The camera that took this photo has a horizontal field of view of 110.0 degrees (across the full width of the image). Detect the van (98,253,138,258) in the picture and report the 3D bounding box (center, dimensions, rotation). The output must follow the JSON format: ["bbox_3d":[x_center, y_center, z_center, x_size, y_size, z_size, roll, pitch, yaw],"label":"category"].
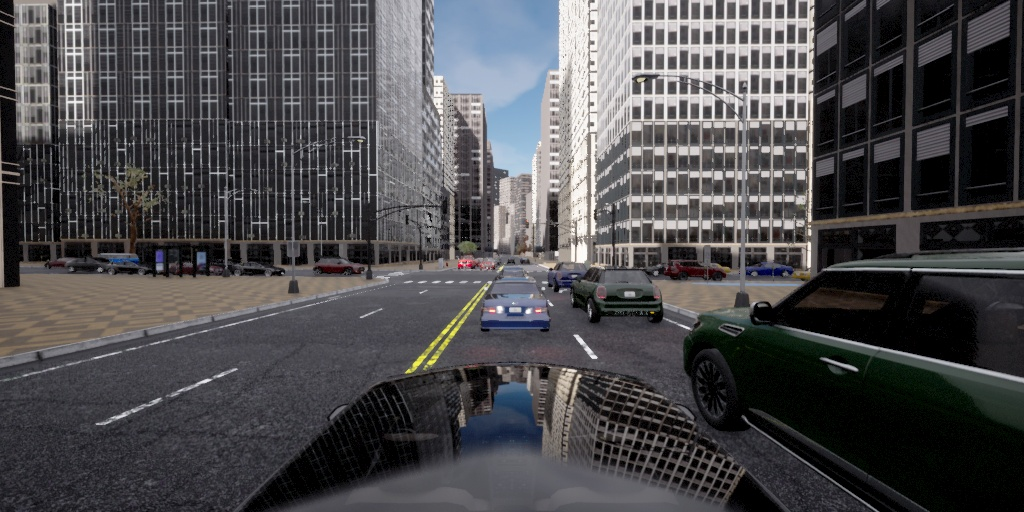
[{"bbox_3d":[-45.375,0.605,41.167,3.998,1.789,1.690,0,0,1],"label":"van"}]

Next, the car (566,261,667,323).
[{"bbox_3d":[3.327,1.097,12.265,2.097,1.767,4.553,0,0,0],"label":"car"}]

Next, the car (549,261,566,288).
[{"bbox_3d":[3.307,1.092,21.129,2.097,1.767,4.553,0,0,0],"label":"car"}]

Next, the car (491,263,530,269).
[{"bbox_3d":[0.058,1.304,20.062,1.994,1.385,4.181,0,0,0],"label":"car"}]

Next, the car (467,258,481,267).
[{"bbox_3d":[-6.698,1.179,63.747,1.882,1.535,5.008,0,0,1],"label":"car"}]

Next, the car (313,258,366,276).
[{"bbox_3d":[-16.625,0.973,34.691,4.553,1.767,2.097,1,1,4],"label":"car"}]

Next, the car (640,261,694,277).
[{"bbox_3d":[16.218,1.365,37.609,4.892,1.490,1.837,0,1,-1],"label":"car"}]

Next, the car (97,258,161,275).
[{"bbox_3d":[-34.165,1.069,32.532,4.313,1.339,1.948,0,0,1],"label":"car"}]

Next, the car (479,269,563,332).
[{"bbox_3d":[0.082,1.293,10.819,2.033,1.411,5.357,0,0,0],"label":"car"}]

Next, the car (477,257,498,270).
[{"bbox_3d":[-3.424,1.068,51.257,2.097,1.767,4.553,0,0,-1],"label":"car"}]

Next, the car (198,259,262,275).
[{"bbox_3d":[-27.484,1.027,35.043,4.892,1.490,1.837,0,1,1],"label":"car"}]

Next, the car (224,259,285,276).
[{"bbox_3d":[-22.799,1.173,32.251,4.313,1.339,1.948,0,0,1],"label":"car"}]

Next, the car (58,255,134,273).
[{"bbox_3d":[-40.904,0.904,35.297,4.892,1.490,1.837,1,1,1],"label":"car"}]

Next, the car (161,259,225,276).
[{"bbox_3d":[-28.484,1.138,32.371,4.207,1.307,1.802,0,0,1],"label":"car"}]

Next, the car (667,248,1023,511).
[{"bbox_3d":[3.345,0.971,2.419,2.150,2.045,5.566,0,0,0],"label":"car"}]

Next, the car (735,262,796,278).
[{"bbox_3d":[26.369,1.427,37.434,5.008,1.535,1.882,0,1,1],"label":"car"}]

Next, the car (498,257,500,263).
[{"bbox_3d":[-3.461,1.232,60.101,1.812,1.442,4.674,0,0,0],"label":"car"}]

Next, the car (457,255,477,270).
[{"bbox_3d":[-6.704,0.935,53.403,2.150,2.045,5.566,0,0,0],"label":"car"}]
